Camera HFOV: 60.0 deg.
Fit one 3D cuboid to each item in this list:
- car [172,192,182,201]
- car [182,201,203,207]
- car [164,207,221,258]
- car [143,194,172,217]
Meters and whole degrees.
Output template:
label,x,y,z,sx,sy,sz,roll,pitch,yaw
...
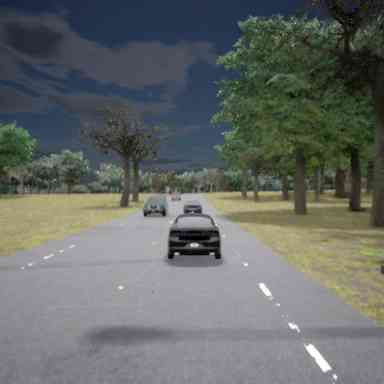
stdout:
label,x,y,z,sx,sy,sz,roll,pitch,yaw
car,-3.523,1.022,75.133,2.150,2.045,5.566,0,1,0
car,0.087,1.675,34.171,1.837,1.490,4.892,0,0,0
car,0.087,1.608,13.373,1.882,1.535,5.008,0,0,0
car,-3.608,1.391,33.914,2.150,2.045,5.566,0,0,0
